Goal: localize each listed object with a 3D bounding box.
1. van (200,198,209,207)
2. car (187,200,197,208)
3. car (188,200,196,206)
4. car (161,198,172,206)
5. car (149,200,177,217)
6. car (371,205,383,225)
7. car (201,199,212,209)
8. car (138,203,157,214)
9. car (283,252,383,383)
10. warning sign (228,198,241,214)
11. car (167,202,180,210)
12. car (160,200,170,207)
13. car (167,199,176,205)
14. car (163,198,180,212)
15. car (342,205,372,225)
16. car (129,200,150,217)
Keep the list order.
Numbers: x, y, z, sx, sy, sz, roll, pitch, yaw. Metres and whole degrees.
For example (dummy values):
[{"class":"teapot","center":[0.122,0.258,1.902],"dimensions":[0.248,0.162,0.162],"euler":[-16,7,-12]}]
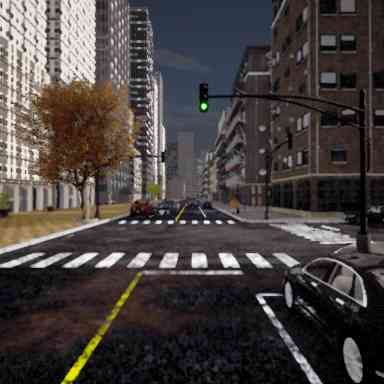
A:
[{"class":"van","center":[2.671,2.271,70.674],"dimensions":[1.690,1.788,3.998],"euler":[0,-1,0]},{"class":"car","center":[0.086,2.440,64.075],"dimensions":[1.895,1.301,4.718],"euler":[0,-1,0]},{"class":"car","center":[-0.019,2.577,77.389],"dimensions":[1.994,1.385,4.181],"euler":[0,-1,0]},{"class":"car","center":[-5.711,2.322,76.193],"dimensions":[2.192,1.841,5.009],"euler":[0,-1,0]},{"class":"car","center":[-3.109,1.964,36.713],"dimensions":[2.128,1.511,4.902],"euler":[0,-1,0]},{"class":"car","center":[14.674,1.618,21.993],"dimensions":[4.181,1.385,1.994],"euler":[-1,-1,-1]},{"class":"car","center":[2.674,2.344,59.625],"dimensions":[1.947,1.339,4.313],"euler":[0,-1,0]},{"class":"car","center":[-5.703,2.122,43.057],"dimensions":[1.947,1.339,4.313],"euler":[0,-1,0]},{"class":"car","center":[2.687,1.616,5.151],"dimensions":[2.008,1.369,4.403],"euler":[0,-1,0]},{"class":"warning sign","center":[5.059,1.627,39.667],"dimensions":[1.300,1.860,1.060],"euler":[0,-1,0]},{"class":"car","center":[-3.095,2.339,56.660],"dimensions":[1.895,1.301,4.718],"euler":[0,-1,0]},{"class":"car","center":[-5.710,2.496,70.669],"dimensions":[1.947,1.339,4.313],"euler":[0,-1,0]},{"class":"car","center":[-5.715,2.794,92.758],"dimensions":[2.008,1.369,4.403],"euler":[0,-1,0]},{"class":"car","center":[-3.108,1.955,46.592],"dimensions":[2.097,1.767,4.553],"euler":[0,-1,0]},{"class":"car","center":[13.419,1.653,24.560],"dimensions":[4.403,1.369,2.008],"euler":[-1,0,-1]},{"class":"car","center":[-5.702,1.798,37.537],"dimensions":[2.192,1.841,5.009],"euler":[0,-1,0]}]
